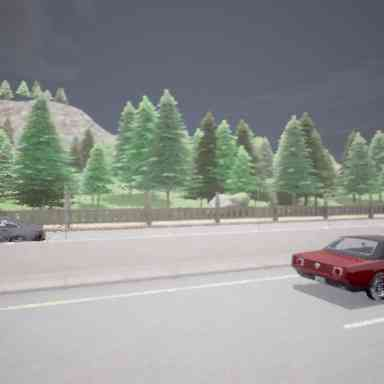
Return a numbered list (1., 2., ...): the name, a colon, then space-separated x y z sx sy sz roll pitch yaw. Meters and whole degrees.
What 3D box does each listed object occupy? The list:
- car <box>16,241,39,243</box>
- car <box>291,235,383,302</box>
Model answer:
1. car: -9.024 1.883 14.428 4.902 1.511 2.128 0 -1 -22
2. car: 5.033 1.774 8.592 4.718 1.301 1.895 0 -1 -22
